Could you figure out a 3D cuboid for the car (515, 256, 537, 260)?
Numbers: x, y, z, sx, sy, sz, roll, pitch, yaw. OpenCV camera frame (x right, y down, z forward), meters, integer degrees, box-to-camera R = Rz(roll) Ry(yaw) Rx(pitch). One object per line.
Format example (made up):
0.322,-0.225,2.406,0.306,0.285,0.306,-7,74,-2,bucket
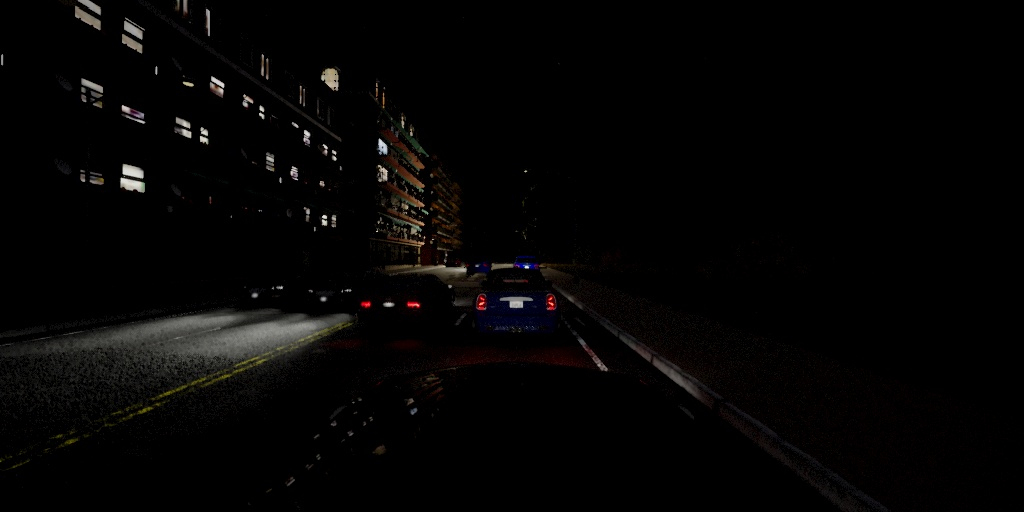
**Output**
1.150,0.979,30.103,2.150,2.045,5.566,0,0,0,car

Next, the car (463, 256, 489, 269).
-3.134,0.978,35.112,2.150,2.045,5.566,0,0,0,car

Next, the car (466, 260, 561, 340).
0.102,1.104,10.150,2.097,1.767,4.553,0,0,0,car

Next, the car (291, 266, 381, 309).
-6.595,1.244,14.996,2.128,1.511,4.902,0,0,0,car

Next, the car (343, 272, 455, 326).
-3.146,1.298,11.670,2.033,1.411,5.357,0,0,0,car

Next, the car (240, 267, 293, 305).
-9.844,1.244,16.185,2.128,1.511,4.902,0,0,0,car

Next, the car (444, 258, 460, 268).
-9.802,1.103,59.271,2.097,1.767,4.553,0,0,0,car
